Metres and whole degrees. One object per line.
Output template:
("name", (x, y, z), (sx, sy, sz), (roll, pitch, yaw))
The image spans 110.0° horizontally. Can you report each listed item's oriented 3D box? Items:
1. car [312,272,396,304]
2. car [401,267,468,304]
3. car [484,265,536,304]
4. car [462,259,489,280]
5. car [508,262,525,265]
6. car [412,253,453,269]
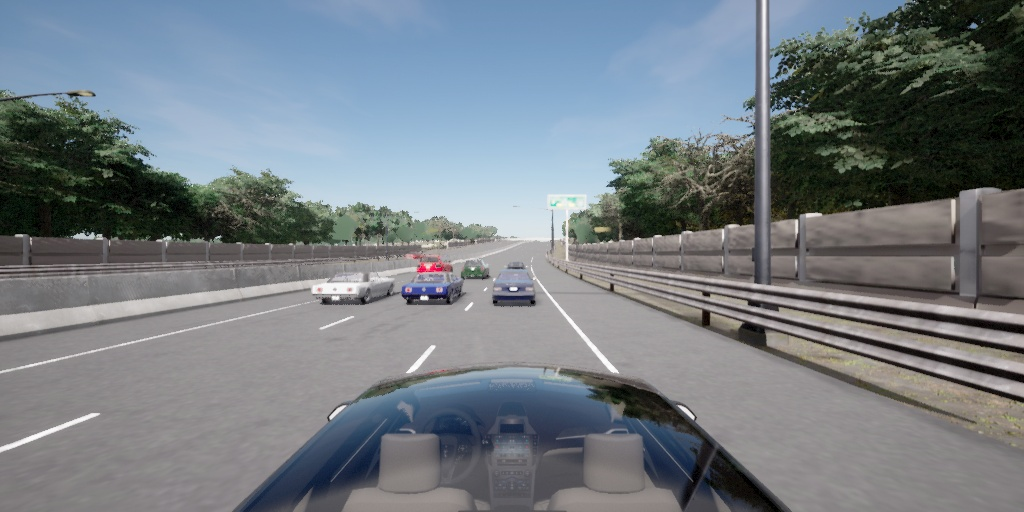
("car", (-6.908, 1.358, 16.330), (1.895, 1.301, 4.718), (0, 0, 1))
("car", (-3.407, 1.359, 16.286), (1.895, 1.301, 4.718), (0, 0, 1))
("car", (0.092, 1.307, 16.212), (2.033, 1.411, 5.357), (0, 0, 1))
("car", (-3.127, 1.072, 31.110), (2.097, 1.767, 4.553), (0, 0, 1))
("car", (0.372, 1.224, 31.052), (1.837, 1.490, 4.892), (0, 0, 1))
("car", (-6.624, 0.961, 31.257), (2.150, 2.045, 5.566), (0, 0, 1))
